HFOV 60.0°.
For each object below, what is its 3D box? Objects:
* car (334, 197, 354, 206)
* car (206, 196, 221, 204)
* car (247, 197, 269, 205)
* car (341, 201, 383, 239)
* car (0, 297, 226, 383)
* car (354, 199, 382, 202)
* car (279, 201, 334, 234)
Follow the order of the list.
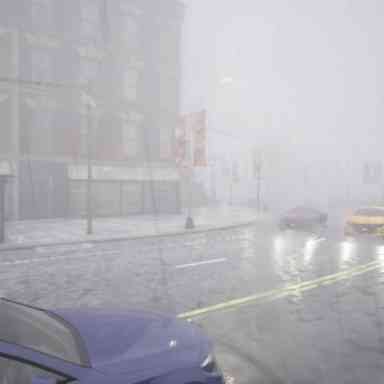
[{"bbox_3d":[24.316,1.539,52.847,2.002,1.452,4.674,0,0,-16],"label":"car"},{"bbox_3d":[3.638,1.499,64.825,1.882,1.535,5.008,0,0,-35],"label":"car"},{"bbox_3d":[11.496,1.542,58.245,1.812,1.442,4.674,0,0,-25],"label":"car"},{"bbox_3d":[9.470,1.484,17.635,1.882,1.535,5.008,0,0,34],"label":"car"},{"bbox_3d":[-1.873,1.526,2.410,4.674,1.442,1.812,0,0,-36],"label":"car"},{"bbox_3d":[25.628,1.614,47.268,1.895,1.301,4.718,0,0,-6],"label":"car"},{"bbox_3d":[6.752,1.484,19.764,1.882,1.535,5.008,0,0,34],"label":"car"}]
